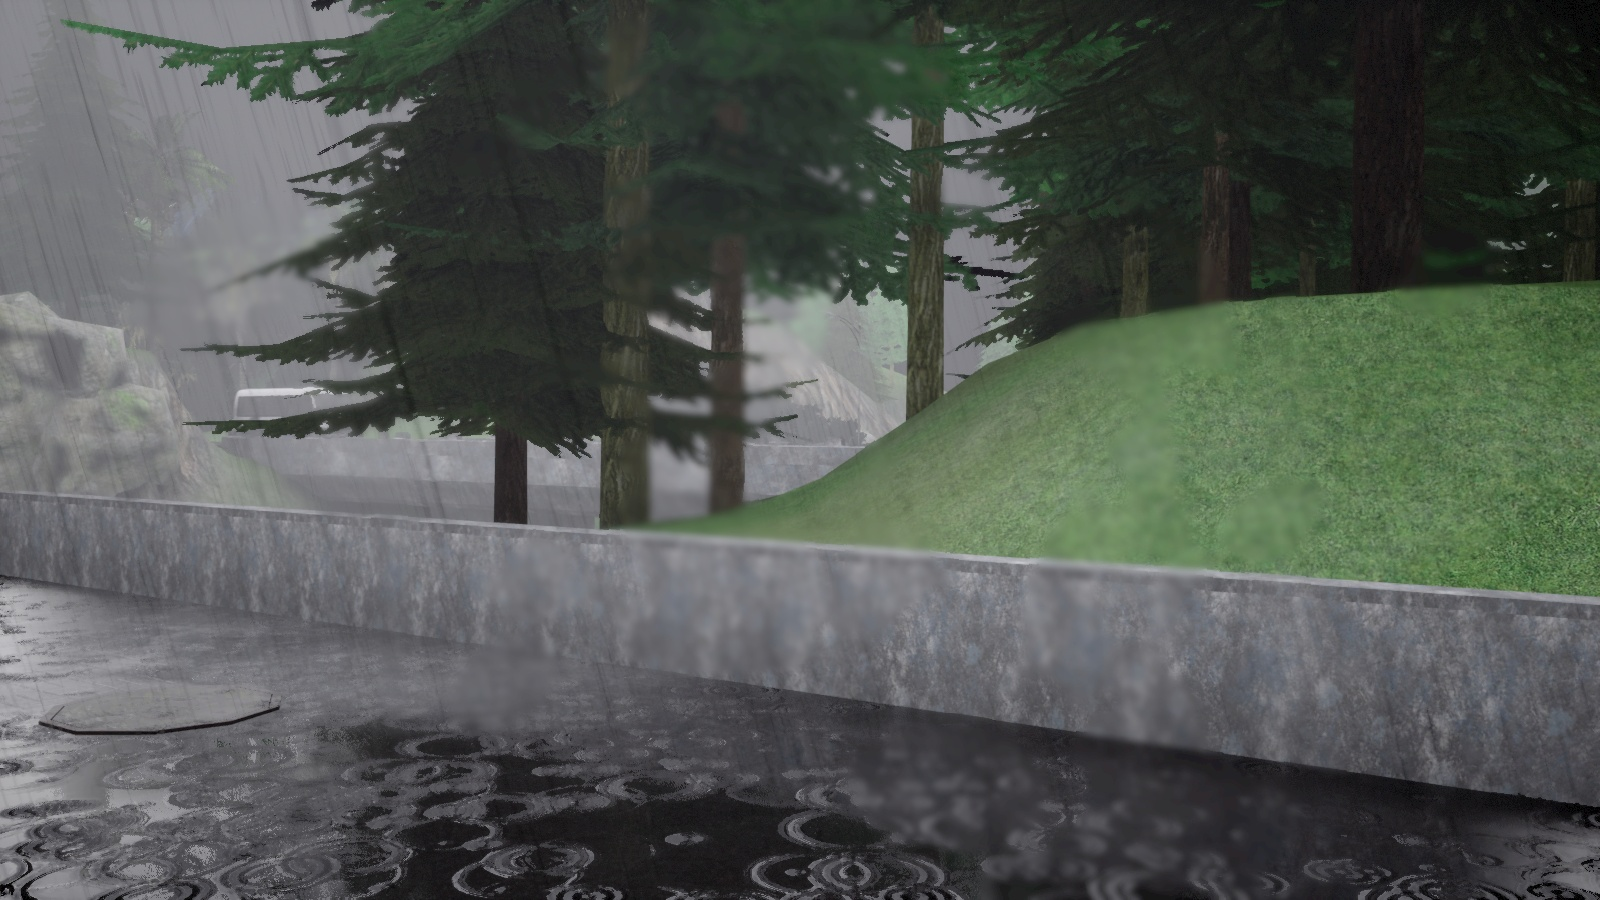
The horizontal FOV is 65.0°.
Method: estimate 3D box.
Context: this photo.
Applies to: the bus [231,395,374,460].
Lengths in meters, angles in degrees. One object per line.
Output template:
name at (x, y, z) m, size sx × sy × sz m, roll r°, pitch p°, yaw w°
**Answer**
bus at (-34.281, -1.515, 86.401) m, size 10.273 × 4.253 × 3.944 m, roll 0°, pitch 1°, yaw 34°
